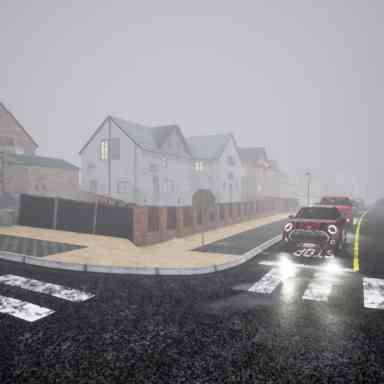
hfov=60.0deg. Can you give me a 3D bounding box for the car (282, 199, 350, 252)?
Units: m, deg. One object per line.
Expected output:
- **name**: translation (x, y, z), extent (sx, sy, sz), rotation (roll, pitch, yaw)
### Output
- **car**: translation (5.305, 1.363, 14.104), extent (2.097, 1.767, 4.553), rotation (0, 0, 28)

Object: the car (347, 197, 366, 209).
- **car**: translation (22.585, 1.461, 45.541), extent (2.033, 1.411, 5.357), rotation (0, 0, 31)

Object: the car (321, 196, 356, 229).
- **car**: translation (9.747, 1.264, 22.660), extent (2.150, 2.045, 5.566), rotation (0, 0, 27)

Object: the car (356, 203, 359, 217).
- **car**: translation (14.933, 1.455, 32.273), extent (2.097, 1.767, 4.553), rotation (0, 0, 29)

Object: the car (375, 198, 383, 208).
- **car**: translation (29.546, 1.736, 51.484), extent (1.882, 1.535, 5.008), rotation (0, 0, 32)
